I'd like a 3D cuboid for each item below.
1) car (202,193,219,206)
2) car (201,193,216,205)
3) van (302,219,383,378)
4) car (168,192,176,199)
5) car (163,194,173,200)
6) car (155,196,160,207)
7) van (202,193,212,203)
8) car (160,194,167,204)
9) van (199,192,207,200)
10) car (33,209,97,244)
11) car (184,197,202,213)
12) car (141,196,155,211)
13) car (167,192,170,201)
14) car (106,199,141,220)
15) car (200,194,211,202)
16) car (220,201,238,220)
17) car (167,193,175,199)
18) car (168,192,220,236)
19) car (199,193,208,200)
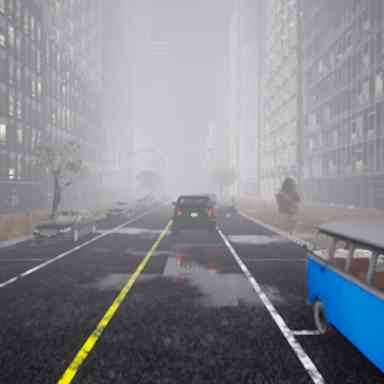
[{"bbox_3d":[2.696,1.088,49.451,2.192,1.841,5.009,-1,0,0],"label":"car"},{"bbox_3d":[2.698,1.061,55.135,2.192,1.841,5.009,-1,0,0],"label":"car"},{"bbox_3d":[2.681,1.323,3.983,1.690,1.788,3.998,-1,0,0],"label":"van"},{"bbox_3d":[-5.668,0.872,94.923,2.192,1.841,5.009,-1,0,0],"label":"car"},{"bbox_3d":[-5.672,1.189,77.873,2.008,1.369,4.403,-1,0,0],"label":"car"},{"bbox_3d":[-5.685,1.239,43.771,1.967,1.590,4.097,-1,0,0],"label":"car"},{"bbox_3d":[2.701,1.061,60.819,1.690,1.788,3.998,-1,0,0],"label":"van"},{"bbox_3d":[-5.680,1.272,54.969,1.752,1.417,4.829,-1,0,0],"label":"car"},{"bbox_3d":[2.708,0.953,83.552,1.690,1.788,3.998,-1,0,0],"label":"van"},{"bbox_3d":[-5.694,1.480,15.354,2.008,1.369,4.403,-1,0,0],"label":"car"},{"bbox_3d":[0.114,1.338,36.220,1.837,1.490,4.892,0,0,0],"label":"car"},{"bbox_3d":[-5.686,1.407,38.088,1.802,1.307,4.206,-1,0,0],"label":"car"},{"bbox_3d":[-5.676,1.259,66.506,1.947,1.339,4.313,-1,0,0],"label":"car"},{"bbox_3d":[-5.690,1.428,26.720,2.008,1.369,4.403,-1,0,0],"label":"car"},{"bbox_3d":[2.704,1.133,66.503,1.967,1.590,4.097,-1,0,0],"label":"car"},{"bbox_3d":[2.691,1.428,26.718,2.008,1.369,4.403,-1,0,0],"label":"car"},{"bbox_3d":[-5.669,1.024,89.240,1.967,1.590,4.097,-1,0,0],"label":"car"},{"bbox_3d":[0.106,1.139,17.979,2.150,2.045,5.566,0,0,0],"label":"car"},{"bbox_3d":[2.707,1.079,77.870,1.967,1.590,4.097,-1,0,0],"label":"car"}]
